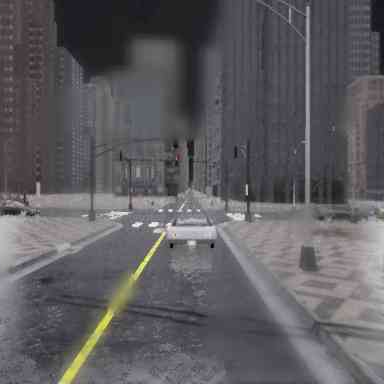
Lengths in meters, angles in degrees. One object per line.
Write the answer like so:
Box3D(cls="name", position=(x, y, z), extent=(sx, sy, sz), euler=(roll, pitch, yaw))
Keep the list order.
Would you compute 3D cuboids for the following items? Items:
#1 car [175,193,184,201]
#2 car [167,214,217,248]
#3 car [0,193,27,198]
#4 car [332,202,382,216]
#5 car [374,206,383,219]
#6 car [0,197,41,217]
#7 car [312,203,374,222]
Box3D(cls="car", position=(-3.000, 1.487, 79.439), extent=(2.033, 1.411, 5.357), euler=(0, 0, 0))
Box3D(cls="car", position=(0.000, 1.616, 14.680), extent=(1.895, 1.301, 4.718), euler=(0, 0, 0))
Box3D(cls="car", position=(-20.214, 1.049, 35.859), extent=(5.009, 1.841, 2.192), euler=(1, -1, 0))
Box3D(cls="car", position=(17.791, 1.841, 35.946), extent=(4.403, 1.369, 2.008), euler=(1, -1, 0))
Box3D(cls="car", position=(17.952, 1.823, 27.422), extent=(4.829, 1.417, 1.752), euler=(1, -1, 0))
Box3D(cls="car", position=(-14.770, 1.366, 27.331), extent=(4.403, 1.369, 2.008), euler=(1, -1, 0))
Box3D(cls="car", position=(12.138, 1.773, 27.422), extent=(4.313, 1.339, 1.947), euler=(1, -1, 0))
